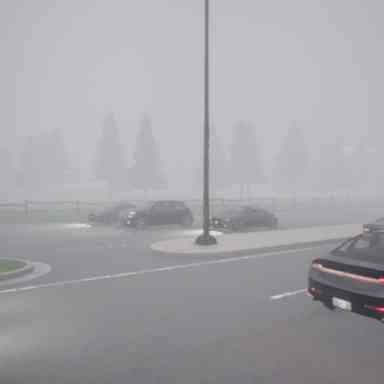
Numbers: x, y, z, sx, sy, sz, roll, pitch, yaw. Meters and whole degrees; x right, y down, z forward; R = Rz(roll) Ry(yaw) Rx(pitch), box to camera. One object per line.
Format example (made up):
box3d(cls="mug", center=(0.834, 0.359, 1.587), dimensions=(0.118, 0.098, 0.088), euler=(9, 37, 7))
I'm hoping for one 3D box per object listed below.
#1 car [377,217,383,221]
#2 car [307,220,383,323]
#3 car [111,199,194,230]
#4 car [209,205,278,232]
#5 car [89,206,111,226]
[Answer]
box3d(cls="car", center=(9.071, 1.506, 13.550), dimensions=(5.357, 1.411, 2.033), euler=(0, 0, -32))
box3d(cls="car", center=(4.296, 1.471, 6.340), dimensions=(4.902, 1.511, 2.128), euler=(0, 0, -33))
box3d(cls="car", center=(-2.223, 1.259, 20.273), dimensions=(4.553, 1.767, 2.097), euler=(0, 0, -32))
box3d(cls="car", center=(3.046, 1.485, 19.451), dimensions=(4.181, 1.385, 1.994), euler=(0, 0, -32))
box3d(cls="car", center=(-4.867, 1.455, 22.746), dimensions=(4.181, 1.385, 1.994), euler=(0, 0, -32))
